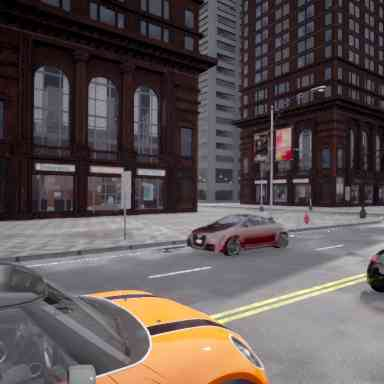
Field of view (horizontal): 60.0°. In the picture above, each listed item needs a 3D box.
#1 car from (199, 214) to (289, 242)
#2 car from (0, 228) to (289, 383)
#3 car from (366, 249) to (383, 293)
[{"bbox_3d":[1.876,1.575,13.017,4.181,1.385,1.994,0,0,-36],"label":"car"},{"bbox_3d":[-1.525,1.352,2.351,4.553,1.767,2.097,0,0,-36],"label":"car"},{"bbox_3d":[5.903,1.576,7.670,4.181,1.385,1.994,0,0,-35],"label":"car"}]
